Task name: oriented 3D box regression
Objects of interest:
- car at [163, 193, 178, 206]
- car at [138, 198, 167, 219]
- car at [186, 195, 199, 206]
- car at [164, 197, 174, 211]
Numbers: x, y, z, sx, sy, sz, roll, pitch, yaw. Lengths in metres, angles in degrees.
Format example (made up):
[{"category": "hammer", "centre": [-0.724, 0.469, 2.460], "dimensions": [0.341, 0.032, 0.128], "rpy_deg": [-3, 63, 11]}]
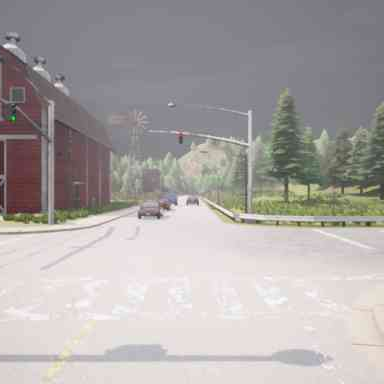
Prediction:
[{"category": "car", "centre": [-3.479, 1.217, 54.549], "dimensions": [2.150, 2.045, 5.566], "rpy_deg": [0, 0, 0]}, {"category": "car", "centre": [-3.545, 1.524, 29.186], "dimensions": [1.812, 1.442, 4.674], "rpy_deg": [0, 0, 0]}, {"category": "car", "centre": [0.105, 1.349, 55.591], "dimensions": [2.097, 1.767, 4.553], "rpy_deg": [0, 0, 0]}, {"category": "car", "centre": [-3.525, 1.599, 39.898], "dimensions": [1.895, 1.301, 4.718], "rpy_deg": [0, 0, 0]}]
